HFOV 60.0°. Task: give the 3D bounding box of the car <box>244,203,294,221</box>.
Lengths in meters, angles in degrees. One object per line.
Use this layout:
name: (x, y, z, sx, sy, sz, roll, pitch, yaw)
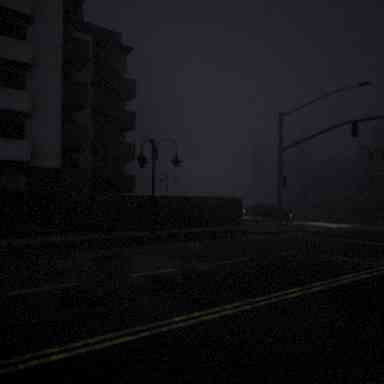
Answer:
car: (6.960, 1.778, 30.307, 2.128, 1.511, 4.902, 1, -1, -38)
